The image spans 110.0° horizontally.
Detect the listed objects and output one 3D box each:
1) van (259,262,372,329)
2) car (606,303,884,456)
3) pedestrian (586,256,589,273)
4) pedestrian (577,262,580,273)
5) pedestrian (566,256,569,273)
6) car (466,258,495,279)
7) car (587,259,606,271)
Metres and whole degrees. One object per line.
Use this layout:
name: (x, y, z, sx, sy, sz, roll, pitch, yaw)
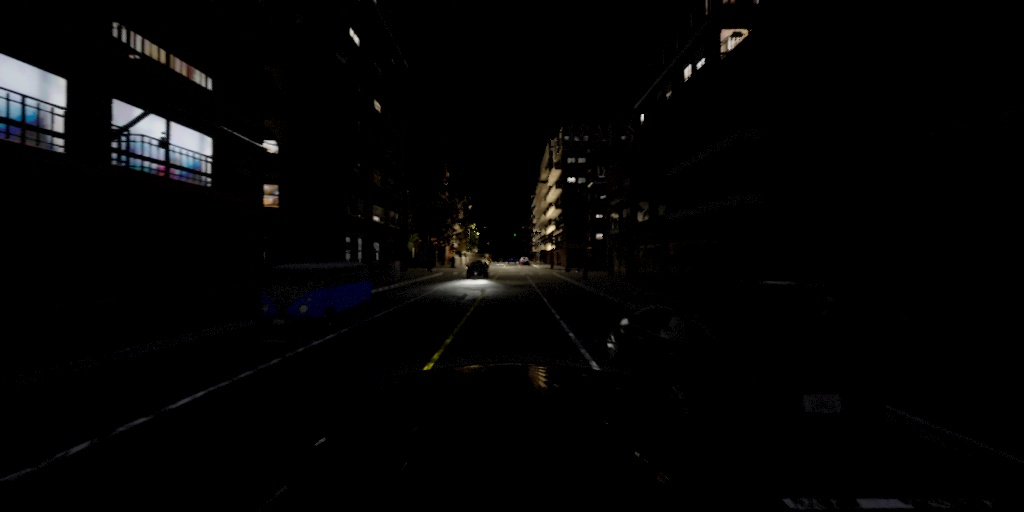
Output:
van: (-5.692, 1.088, 10.850, 1.690, 1.789, 3.998, 0, 0, 0)
car: (2.690, 1.314, 5.192, 1.948, 1.339, 4.313, 0, 0, 0)
pedestrian: (8.127, 0.940, 38.975, 0.375, 1.860, 0.375, 0, 0, 0)
pedestrian: (7.127, 1.188, 38.374, 0.375, 1.300, 0.375, 0, 0, 0)
pedestrian: (6.127, 0.891, 39.575, 0.375, 1.860, 0.375, 0, 0, 0)
car: (-3.053, 1.240, 32.908, 2.128, 1.511, 4.902, 0, 0, 1)
car: (13.438, 1.360, 53.562, 5.009, 1.841, 2.192, 0, 0, -1)
